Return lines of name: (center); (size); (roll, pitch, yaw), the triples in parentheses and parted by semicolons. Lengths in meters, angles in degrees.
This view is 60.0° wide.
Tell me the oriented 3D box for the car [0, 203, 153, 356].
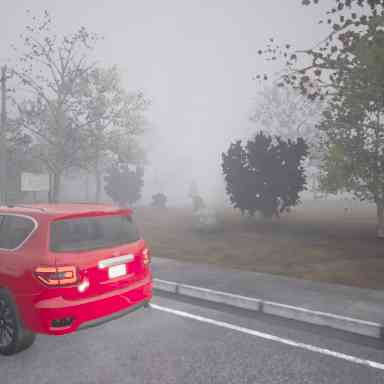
car: (-3.250, 1.221, 6.298); (5.566, 2.045, 2.150); (0, 0, 35)
